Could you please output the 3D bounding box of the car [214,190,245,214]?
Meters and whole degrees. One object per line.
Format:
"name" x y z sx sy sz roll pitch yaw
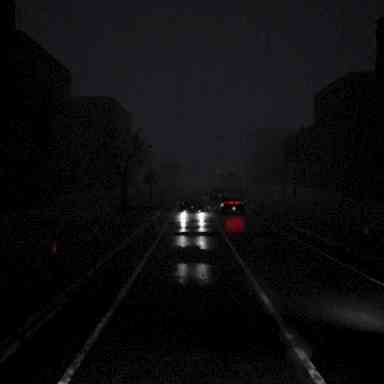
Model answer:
"car" 3.084 0.871 26.771 1.837 1.490 4.892 0 2 0

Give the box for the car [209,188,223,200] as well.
"car" 3.090 0.216 40.065 1.994 1.385 4.181 0 3 1

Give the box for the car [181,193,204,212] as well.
"car" 0.041 0.814 28.378 1.812 1.442 4.674 0 3 0
